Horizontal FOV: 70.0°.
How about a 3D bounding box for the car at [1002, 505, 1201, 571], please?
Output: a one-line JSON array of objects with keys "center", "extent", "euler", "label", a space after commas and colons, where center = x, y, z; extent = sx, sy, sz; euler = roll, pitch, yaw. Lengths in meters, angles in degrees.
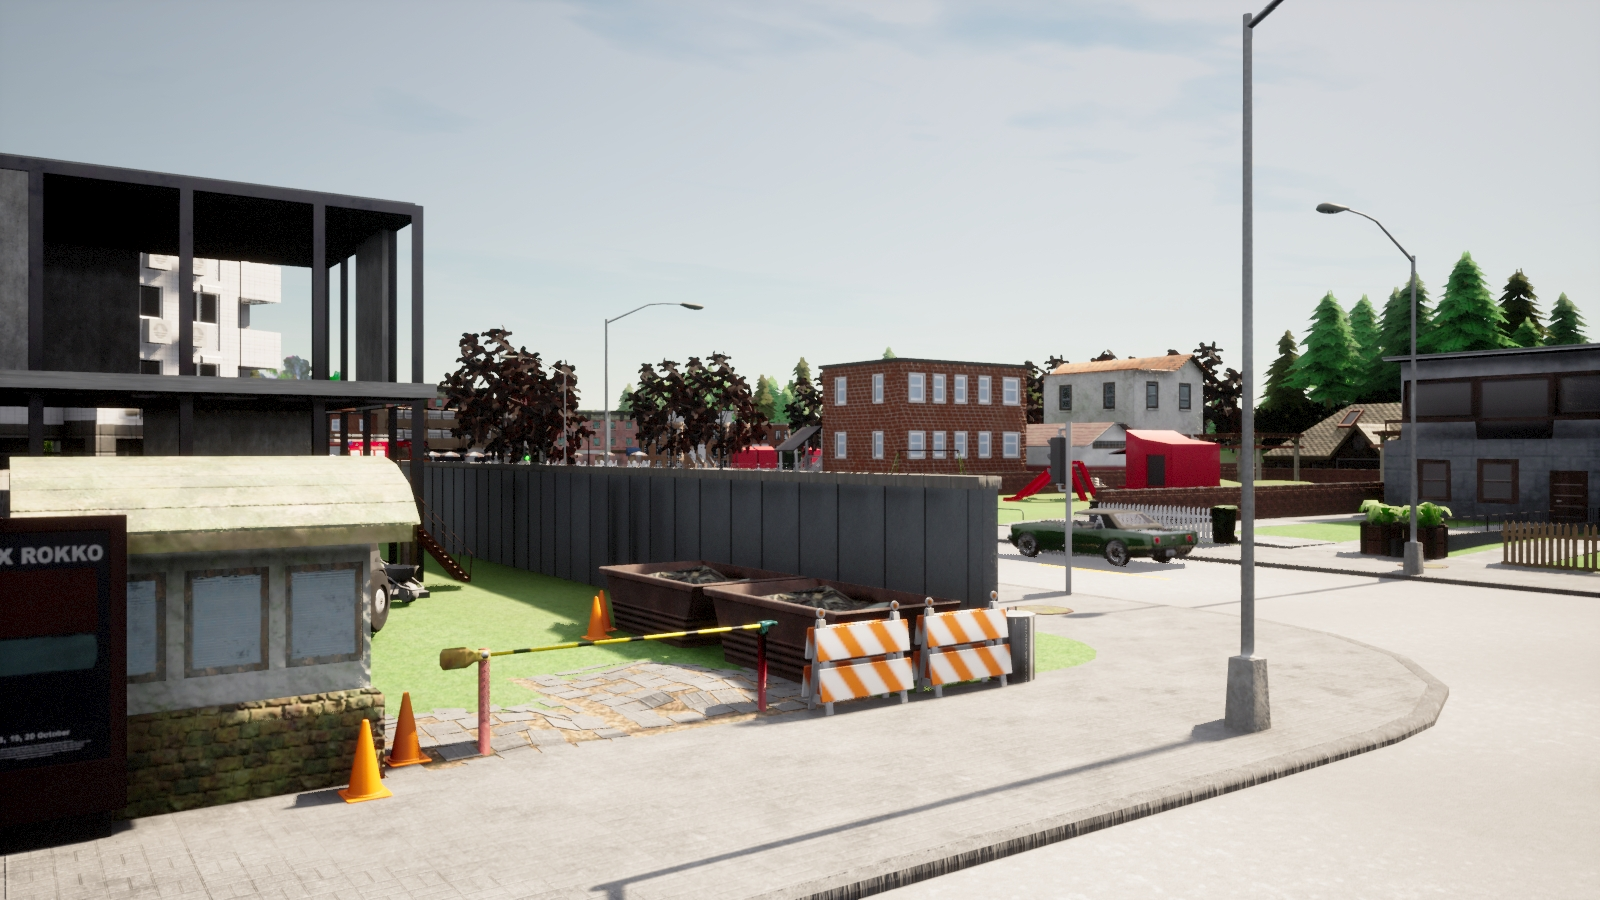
[{"center": [7.478, 2.146, 28.790], "extent": [1.895, 1.301, 4.718], "euler": [0, 0, -35], "label": "car"}]
